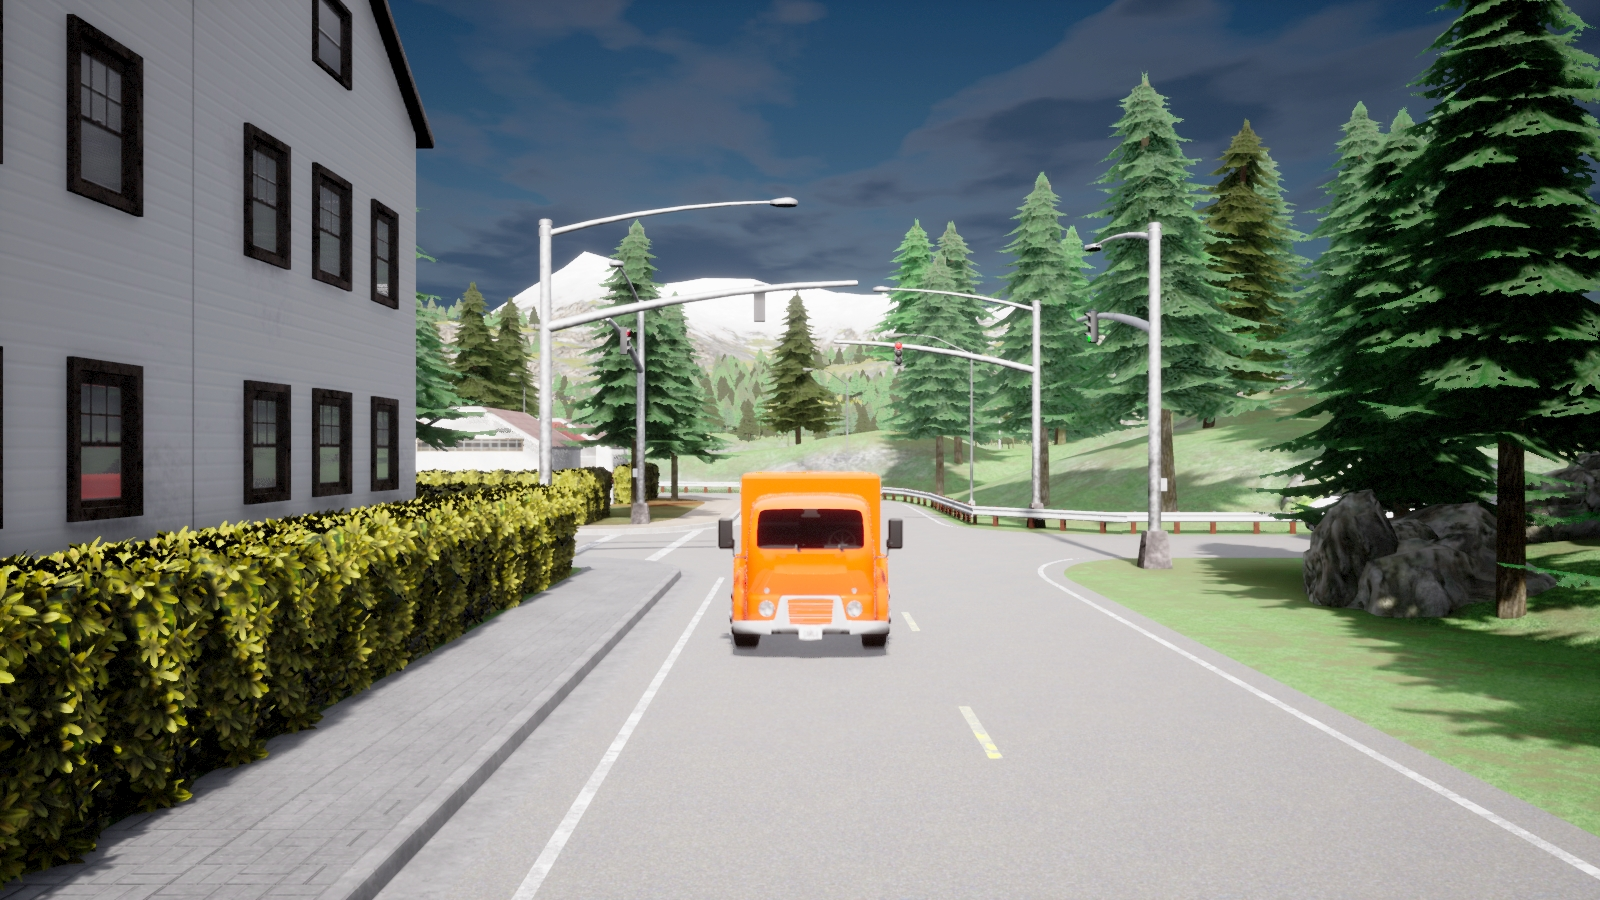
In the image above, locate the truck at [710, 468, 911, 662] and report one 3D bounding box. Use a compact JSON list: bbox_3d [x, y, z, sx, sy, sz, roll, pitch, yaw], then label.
[{"bbox_3d":[0.159,1.548,17.587,2.627,2.467,5.204,0,0,1],"label":"truck"}]
